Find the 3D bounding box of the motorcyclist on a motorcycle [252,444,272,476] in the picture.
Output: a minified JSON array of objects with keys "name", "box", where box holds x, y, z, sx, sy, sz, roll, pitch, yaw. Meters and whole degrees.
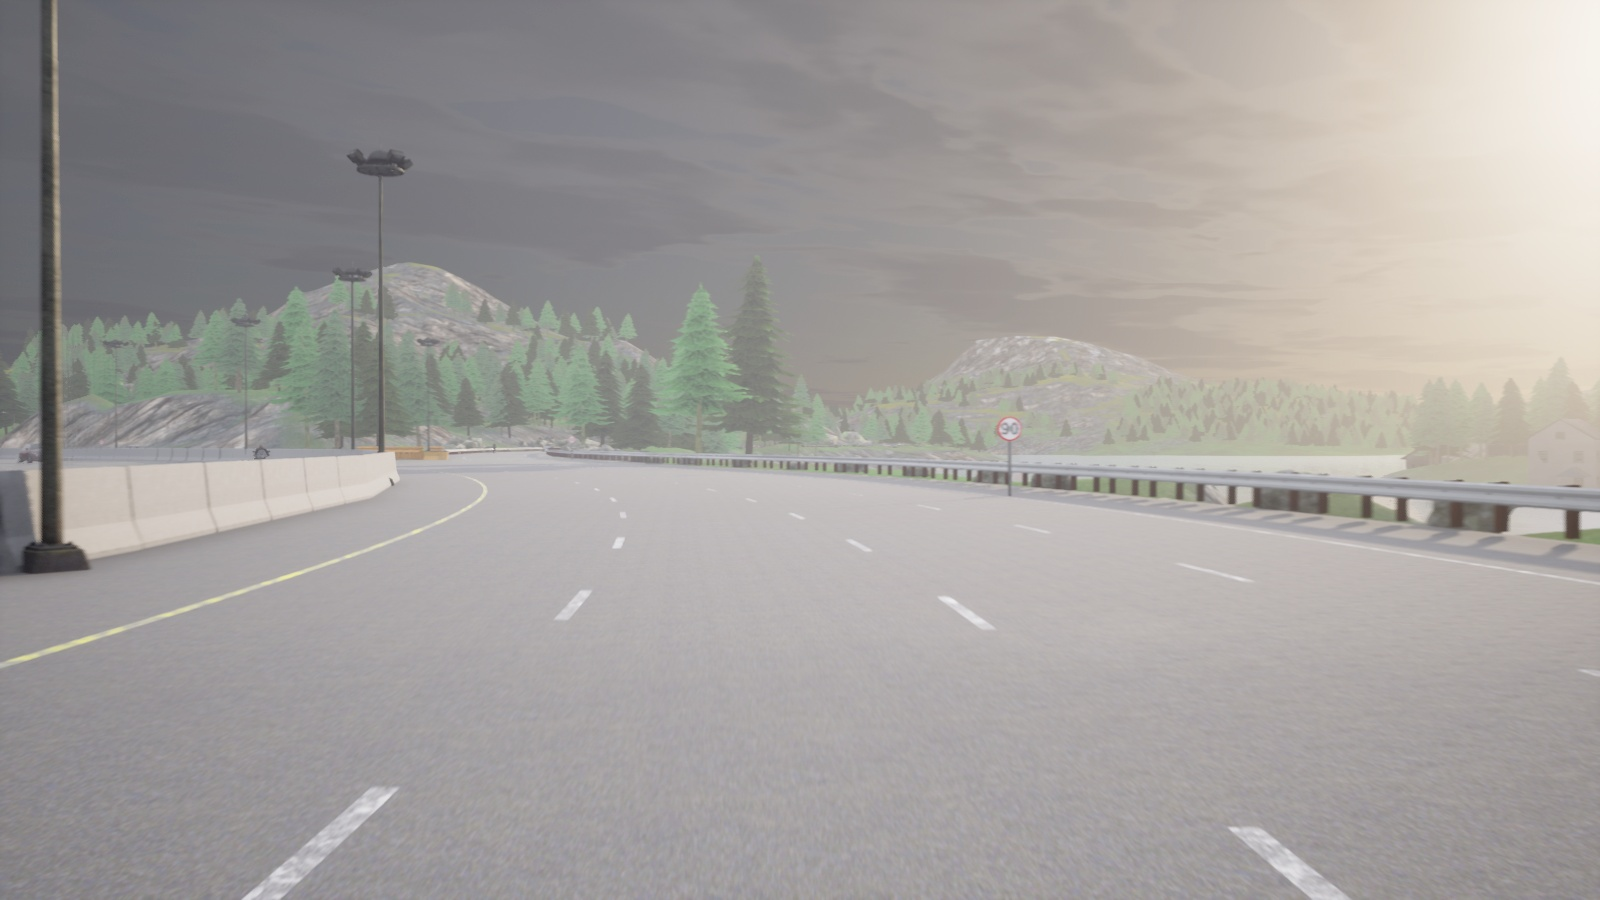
[{"name":"motorcyclist on a motorcycle","box":[-26.772,0.473,62.468,0.866,1.530,2.191,-1,1,-23]}]
